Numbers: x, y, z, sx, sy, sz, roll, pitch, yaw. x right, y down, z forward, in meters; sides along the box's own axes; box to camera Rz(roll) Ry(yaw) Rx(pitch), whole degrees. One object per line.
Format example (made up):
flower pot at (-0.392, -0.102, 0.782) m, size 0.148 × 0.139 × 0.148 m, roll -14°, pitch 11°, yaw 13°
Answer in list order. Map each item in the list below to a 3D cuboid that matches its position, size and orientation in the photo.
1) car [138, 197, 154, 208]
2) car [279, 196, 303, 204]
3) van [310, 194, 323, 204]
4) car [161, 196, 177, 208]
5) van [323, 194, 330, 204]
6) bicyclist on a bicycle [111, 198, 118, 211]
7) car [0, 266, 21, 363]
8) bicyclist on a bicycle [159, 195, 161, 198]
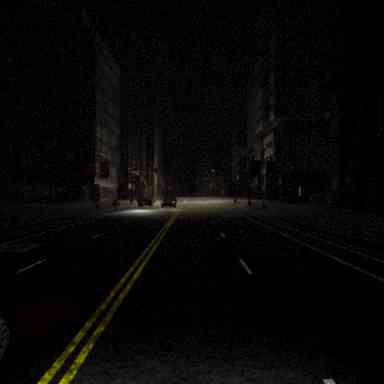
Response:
car at (-6.525, 1.452, 47.677) m, size 2.128 × 1.511 × 4.902 m, roll 0°, pitch 0°, yaw 0°
car at (19.092, 1.532, 64.251) m, size 4.403 × 1.369 × 2.008 m, roll 0°, pitch 0°, yaw 0°
van at (24.710, 1.311, 64.230) m, size 3.998 × 1.788 × 1.690 m, roll 0°, pitch 0°, yaw 0°
car at (-3.275, 1.417, 47.709) m, size 2.097 × 1.767 × 4.553 m, roll 0°, pitch 0°, yaw 0°
van at (24.680, 1.299, 55.705) m, size 3.998 × 1.788 × 1.690 m, roll 0°, pitch 0°, yaw 0°
bicyclist on a bicycle at (-8.772, 1.442, 37.904) m, size 0.866 × 1.612 × 1.509 m, roll 0°, pitch 0°, yaw 0°
car at (-3.351, 1.492, 2.759) m, size 2.128 × 1.511 × 4.902 m, roll 0°, pitch 0°, yaw 0°
bicyclist on a bicycle at (-8.793, 1.479, 91.634) m, size 0.866 × 1.612 × 1.509 m, roll 0°, pitch 0°, yaw 0°
